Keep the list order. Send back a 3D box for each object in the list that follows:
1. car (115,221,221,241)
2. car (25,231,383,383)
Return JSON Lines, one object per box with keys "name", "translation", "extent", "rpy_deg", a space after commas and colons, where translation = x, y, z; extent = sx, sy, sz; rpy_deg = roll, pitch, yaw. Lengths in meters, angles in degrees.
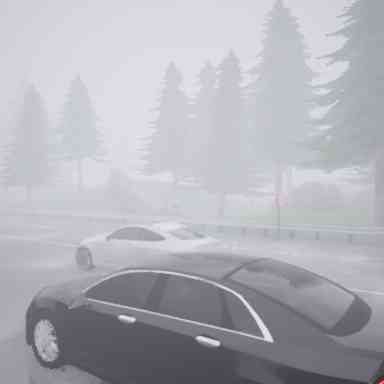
{"name": "car", "translation": [-1.262, 1.523, 9.191], "extent": [4.674, 1.442, 1.812], "rpy_deg": [0, 0, 36]}
{"name": "car", "translation": [-0.127, 1.503, 4.082], "extent": [4.892, 1.490, 1.837], "rpy_deg": [0, 0, 35]}
